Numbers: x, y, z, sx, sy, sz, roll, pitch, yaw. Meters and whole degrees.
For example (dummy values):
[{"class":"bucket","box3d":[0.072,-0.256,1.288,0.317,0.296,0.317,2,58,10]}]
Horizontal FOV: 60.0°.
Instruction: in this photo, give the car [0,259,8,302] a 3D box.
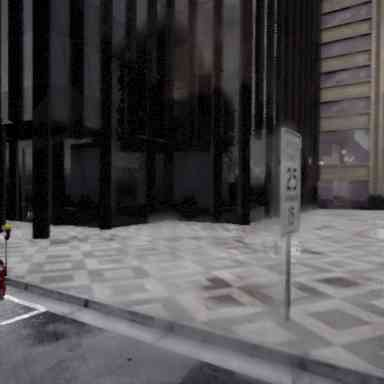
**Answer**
[{"class":"car","box3d":[-5.448,1.503,6.494,4.507,1.381,1.887,0,1,33]}]
